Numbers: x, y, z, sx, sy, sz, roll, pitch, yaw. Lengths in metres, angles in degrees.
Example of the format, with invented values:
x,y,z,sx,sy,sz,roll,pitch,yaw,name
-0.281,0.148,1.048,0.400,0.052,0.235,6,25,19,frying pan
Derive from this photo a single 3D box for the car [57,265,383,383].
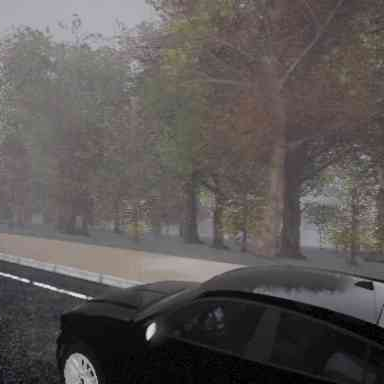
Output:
x,y,z,sx,sy,sz,roll,pitch,yaw,name
0.727,1.485,3.169,5.008,1.535,1.882,0,0,36,car
